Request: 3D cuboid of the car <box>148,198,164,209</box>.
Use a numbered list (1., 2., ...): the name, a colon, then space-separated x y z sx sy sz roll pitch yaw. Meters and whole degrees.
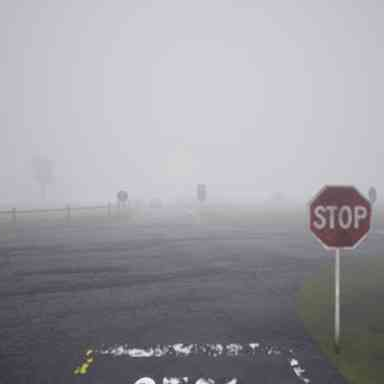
1. car: -5.012 1.520 46.303 1.882 1.535 5.008 0 0 -5
